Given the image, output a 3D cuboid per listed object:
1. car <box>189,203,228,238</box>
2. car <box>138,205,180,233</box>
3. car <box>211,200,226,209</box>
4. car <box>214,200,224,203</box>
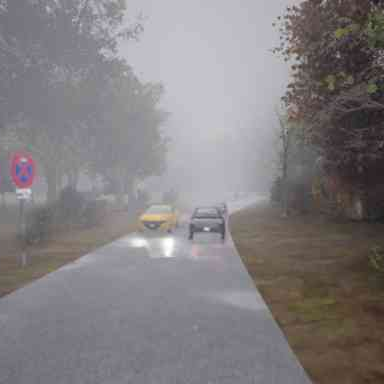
[{"bbox_3d":[0.881,1.568,18.243,2.128,1.511,4.902,0,0,4],"label":"car"},{"bbox_3d":[-1.917,1.558,20.335,1.882,1.535,5.008,0,-1,5],"label":"car"},{"bbox_3d":[4.962,2.252,61.627,1.994,1.385,4.181,2,0,14],"label":"car"},{"bbox_3d":[3.071,1.891,37.708,2.033,1.411,5.357,0,-1,9],"label":"car"}]
